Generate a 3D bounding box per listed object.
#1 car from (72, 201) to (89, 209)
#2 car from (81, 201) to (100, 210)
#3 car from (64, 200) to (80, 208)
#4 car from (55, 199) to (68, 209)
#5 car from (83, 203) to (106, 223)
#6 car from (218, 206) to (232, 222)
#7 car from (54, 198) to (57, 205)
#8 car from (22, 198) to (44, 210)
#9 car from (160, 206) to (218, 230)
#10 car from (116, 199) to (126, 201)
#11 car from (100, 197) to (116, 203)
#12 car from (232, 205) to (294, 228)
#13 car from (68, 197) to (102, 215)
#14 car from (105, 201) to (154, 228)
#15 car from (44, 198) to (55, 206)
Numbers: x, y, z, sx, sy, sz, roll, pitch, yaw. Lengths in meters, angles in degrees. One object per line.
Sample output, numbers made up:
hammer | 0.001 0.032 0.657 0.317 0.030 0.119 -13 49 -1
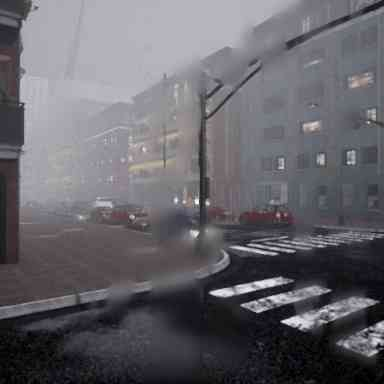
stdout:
car | -20.274 2.310 60.414 1.802 1.307 4.206 -1 0 -35
car | -17.085 2.242 55.874 1.802 1.307 4.206 -1 0 -35
car | -23.463 2.361 64.955 1.947 1.339 4.313 -1 0 -35
car | -22.518 2.256 59.332 1.812 1.442 4.674 0 -1 -35
car | -7.576 1.895 28.624 1.802 1.307 4.206 -1 0 -35
car | 2.053 1.834 28.633 1.802 1.307 4.206 -1 0 -35
car | -26.652 2.413 69.495 2.008 1.369 4.403 -1 0 -35
car | -26.712 2.161 55.868 1.967 1.590 4.097 -1 0 -35
car | -0.504 1.771 22.859 1.994 1.385 4.181 0 -1 -35
car | -10.711 1.839 46.793 2.192 1.841 5.009 -1 0 -35
car | -12.774 1.745 45.482 2.150 2.045 5.566 0 -1 -35
car | 5.243 1.623 24.095 1.967 1.590 4.097 -1 0 -35
car | -13.300 1.833 41.115 2.097 1.767 4.553 0 -1 -35
car | -4.389 1.685 24.083 1.967 1.590 4.097 -1 0 -35
car | -33.034 2.312 78.578 2.192 1.841 5.009 -1 0 -35
